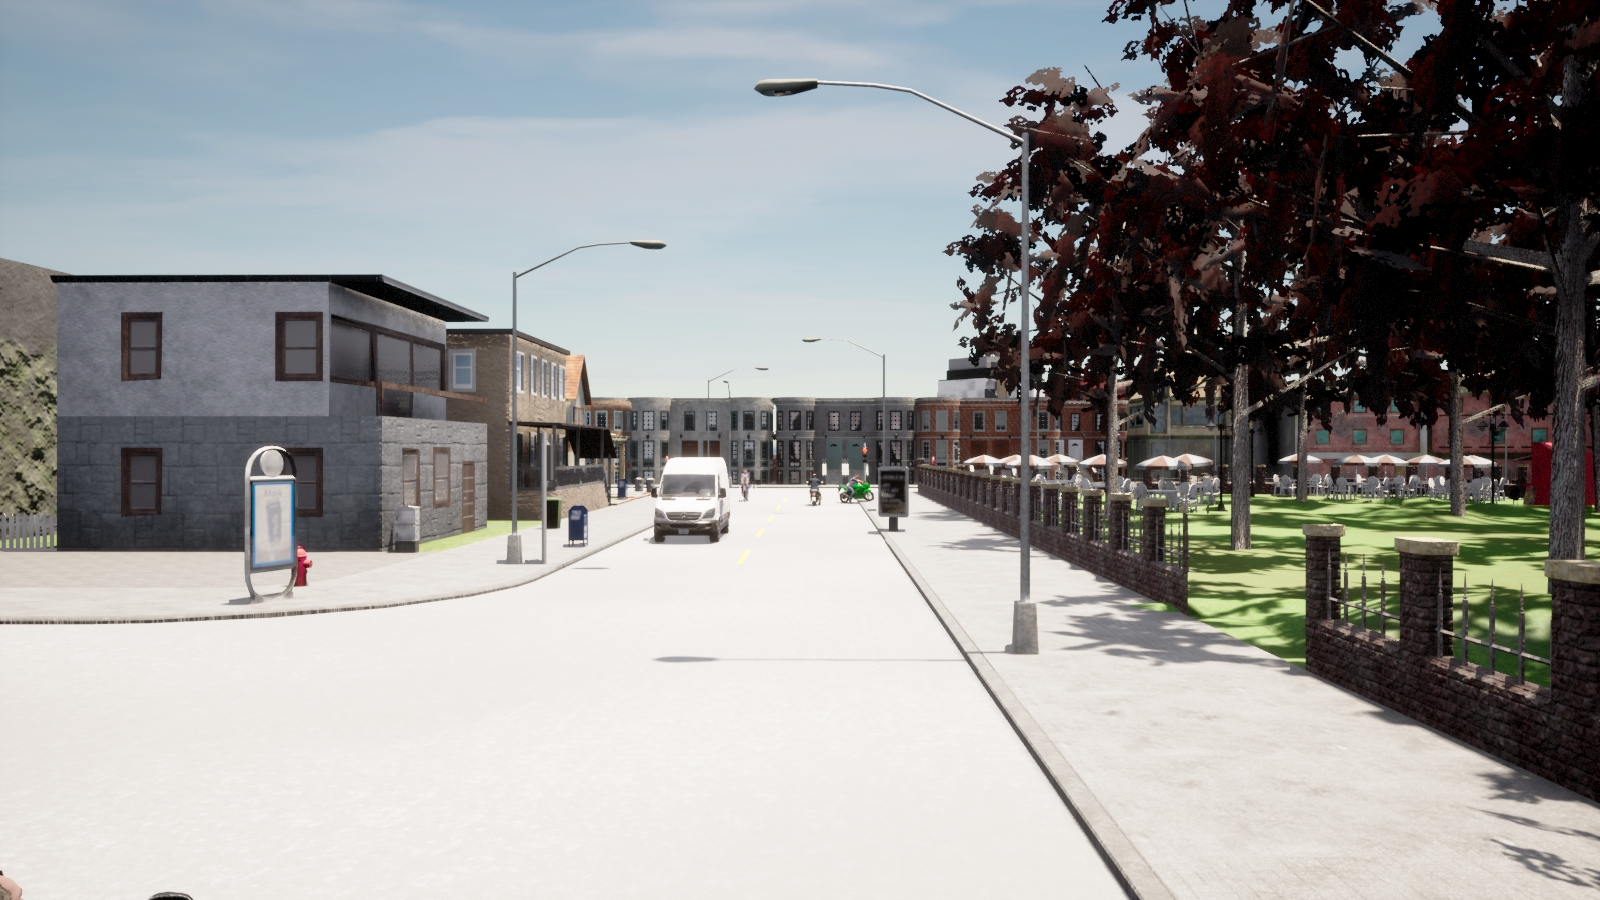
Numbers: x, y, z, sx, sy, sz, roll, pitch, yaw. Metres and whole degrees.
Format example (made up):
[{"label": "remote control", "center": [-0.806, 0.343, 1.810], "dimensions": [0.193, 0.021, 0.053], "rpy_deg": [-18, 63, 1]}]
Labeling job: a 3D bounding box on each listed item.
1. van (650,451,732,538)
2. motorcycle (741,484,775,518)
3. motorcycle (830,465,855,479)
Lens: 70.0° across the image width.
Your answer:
[{"label": "van", "center": [-3.393, 1.314, 36.728], "dimensions": [1.988, 2.561, 5.915], "rpy_deg": [0, 0, 1]}, {"label": "motorcycle", "center": [-1.677, 1.985, 45.065], "dimensions": [0.867, 1.251, 2.209], "rpy_deg": [0, 0, -15]}, {"label": "motorcycle", "center": [3.779, 1.939, 101.151], "dimensions": [2.033, 1.145, 0.803], "rpy_deg": [-5, -2, 27]}]
